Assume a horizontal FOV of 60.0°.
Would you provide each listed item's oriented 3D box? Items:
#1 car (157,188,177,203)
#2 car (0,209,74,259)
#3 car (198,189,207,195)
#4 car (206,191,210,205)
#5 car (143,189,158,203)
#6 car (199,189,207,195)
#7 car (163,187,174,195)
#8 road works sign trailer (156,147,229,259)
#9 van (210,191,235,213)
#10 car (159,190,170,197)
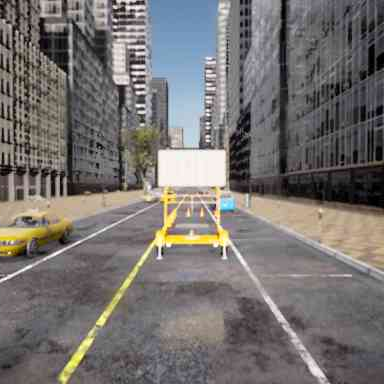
[{"bbox_3d":[-3.059,0.654,43.824,1.882,1.535,5.008,0,1,0],"label":"car"},{"bbox_3d":[-5.685,1.302,11.717,1.752,1.417,4.829,0,1,0],"label":"car"},{"bbox_3d":[2.744,0.161,74.217,2.008,1.369,4.403,0,1,0],"label":"car"},{"bbox_3d":[2.713,0.871,34.716,1.752,1.417,4.829,0,1,0],"label":"car"},{"bbox_3d":[-5.659,0.667,45.718,1.752,1.417,4.829,0,1,0],"label":"car"},{"bbox_3d":[2.752,-0.055,85.551,1.887,1.381,4.507,0,1,0],"label":"car"},{"bbox_3d":[-5.633,-0.179,79.887,2.192,1.841,5.009,0,1,0],"label":"car"},{"bbox_3d":[0.007,0.243,11.599,2.380,3.560,2.880,0,1,0],"label":"road works sign trailer"},{"bbox_3d":[2.708,0.796,28.877,1.690,1.788,3.998,0,1,0],"label":"van"},{"bbox_3d":[-5.641,0.267,68.557,2.008,1.369,4.403,0,1,0],"label":"car"}]
